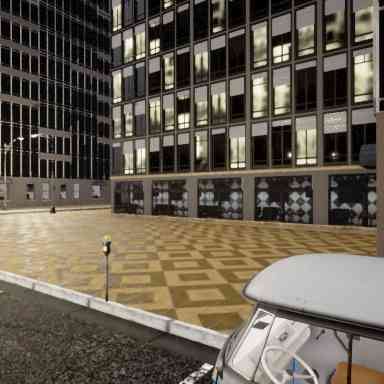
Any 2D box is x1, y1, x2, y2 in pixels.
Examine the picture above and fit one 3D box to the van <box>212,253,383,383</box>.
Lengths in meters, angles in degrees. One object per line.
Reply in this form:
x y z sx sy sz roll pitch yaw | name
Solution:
1.918 1.341 1.510 3.998 1.788 1.690 0 0 35 | van
